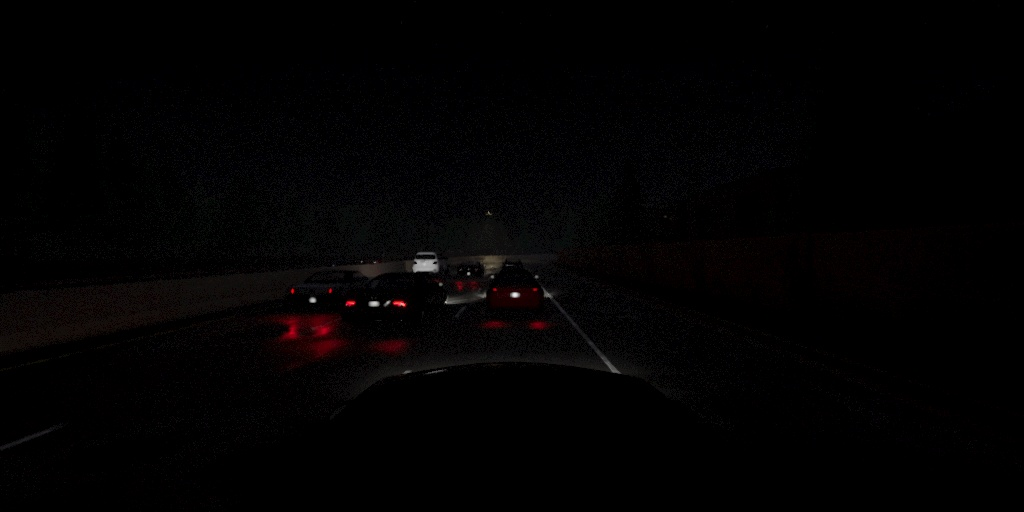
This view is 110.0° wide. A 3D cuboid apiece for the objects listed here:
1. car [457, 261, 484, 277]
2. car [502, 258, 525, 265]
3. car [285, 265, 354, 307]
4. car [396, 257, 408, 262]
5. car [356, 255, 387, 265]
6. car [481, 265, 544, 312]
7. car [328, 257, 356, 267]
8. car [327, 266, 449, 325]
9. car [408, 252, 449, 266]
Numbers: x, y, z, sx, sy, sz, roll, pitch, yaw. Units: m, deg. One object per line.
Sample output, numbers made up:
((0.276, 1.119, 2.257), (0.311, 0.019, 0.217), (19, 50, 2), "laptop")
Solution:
((-3.403, 1.077, 30.308), (1.895, 1.301, 4.718), (0, 1, 0), "car")
((0.096, 0.952, 31.861), (2.128, 1.511, 4.902), (0, 1, 0), "car")
((-6.901, 1.228, 14.642), (1.895, 1.301, 4.718), (0, 1, 0), "car")
((-14.072, 0.818, 47.678), (1.837, 1.490, 4.892), (0, 0, 0), "car")
((-17.580, 0.683, 45.728), (2.097, 1.767, 4.553), (0, 0, 0), "car")
((0.099, 1.201, 13.513), (1.994, 1.385, 4.181), (0, 1, 0), "car")
((-21.083, 0.831, 44.855), (2.128, 1.511, 4.902), (0, 1, 0), "car")
((-3.400, 1.205, 11.352), (2.033, 1.411, 5.357), (0, 1, 0), "car")
((-6.903, 0.692, 30.985), (2.150, 2.045, 5.566), (0, 1, 0), "car")
